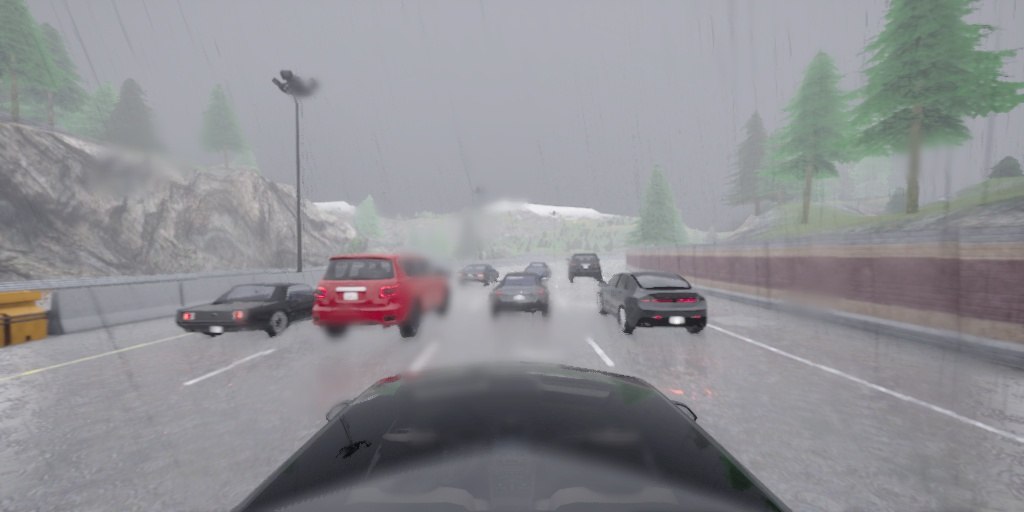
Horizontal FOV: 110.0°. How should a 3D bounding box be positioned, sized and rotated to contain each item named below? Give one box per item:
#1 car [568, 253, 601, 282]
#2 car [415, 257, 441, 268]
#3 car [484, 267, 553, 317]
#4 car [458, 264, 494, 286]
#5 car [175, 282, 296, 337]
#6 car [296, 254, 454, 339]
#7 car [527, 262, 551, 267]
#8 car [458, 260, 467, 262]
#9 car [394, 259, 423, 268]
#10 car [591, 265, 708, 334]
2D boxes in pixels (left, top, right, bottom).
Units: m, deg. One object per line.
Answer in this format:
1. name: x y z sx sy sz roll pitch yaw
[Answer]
1. car: 5.294 0.780 26.210 2.150 2.045 5.566 -1 0 10
2. car: -14.312 1.050 61.432 2.097 1.767 4.553 -1 0 20
3. car: 0.375 1.255 12.907 1.994 1.385 4.181 -1 0 4
4. car: -2.110 1.228 24.178 2.033 1.411 5.357 -1 0 8
5. car: -6.782 1.415 10.566 1.895 1.301 4.718 -1 0 3
6. car: -3.302 0.977 10.319 2.150 2.045 5.566 -1 -1 3
7. car: 2.086 1.162 28.065 1.994 1.385 4.181 -1 0 10
8. car: -8.329 1.225 57.470 1.895 1.301 4.718 -1 0 20
9. car: -17.792 1.295 62.224 2.033 1.411 5.357 -1 0 20
10. car: 3.710 1.158 10.238 1.837 1.490 4.892 -1 0 3
